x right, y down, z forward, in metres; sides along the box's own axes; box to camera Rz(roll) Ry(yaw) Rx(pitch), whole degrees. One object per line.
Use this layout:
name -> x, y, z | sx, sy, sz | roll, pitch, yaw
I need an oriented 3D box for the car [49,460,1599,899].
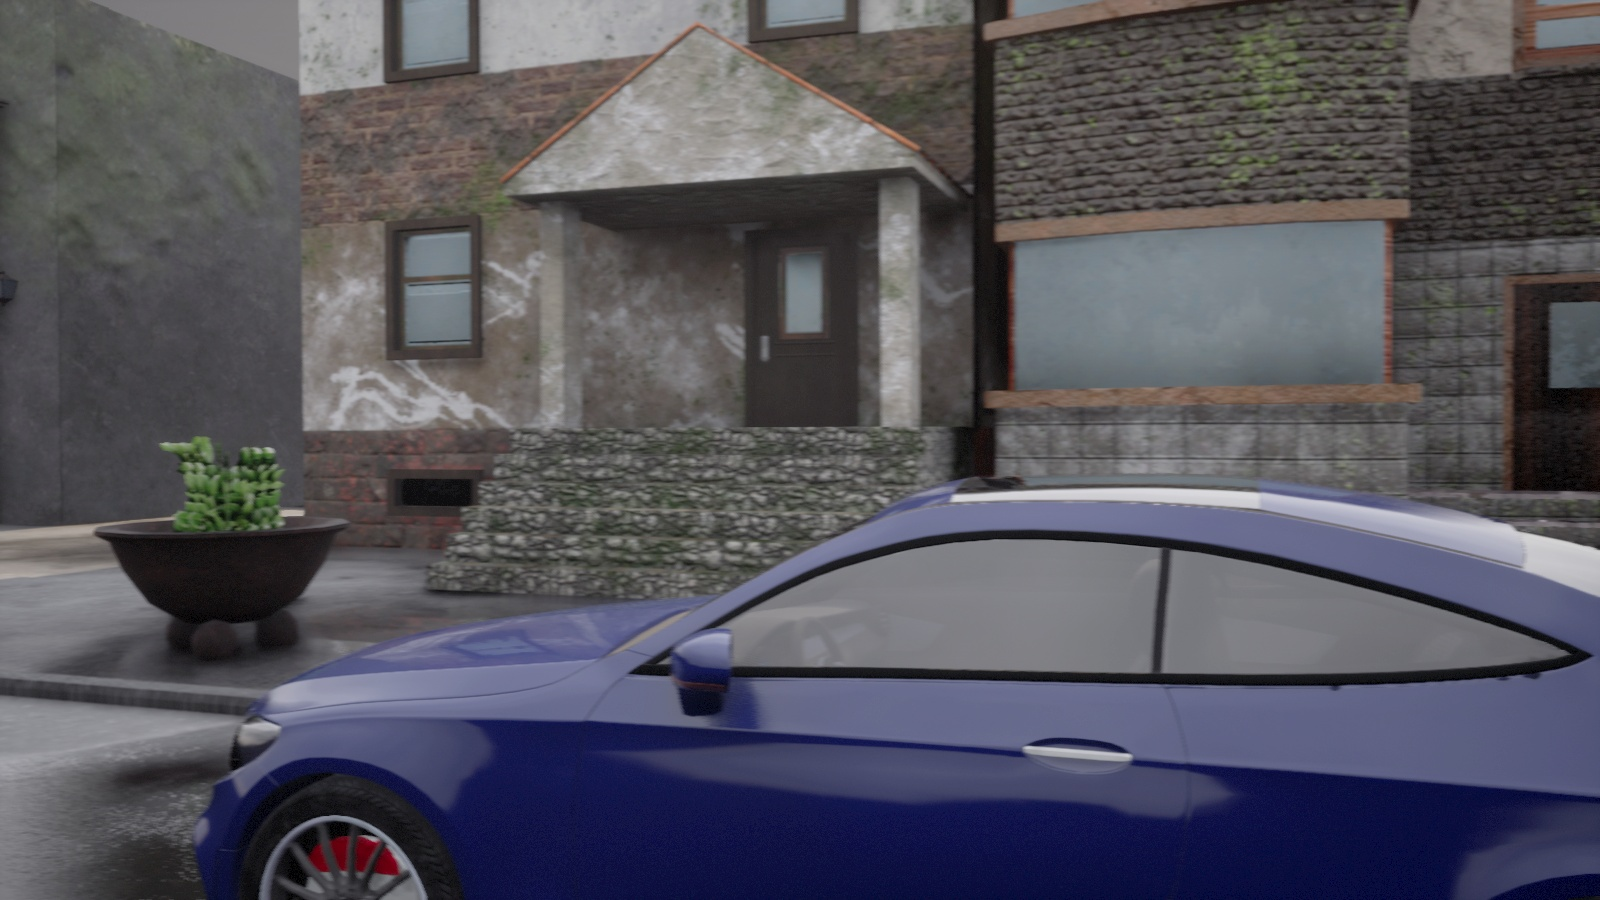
car -> 0.437, 0.797, 3.574 | 4.674, 1.442, 1.812 | 1, 1, 19
